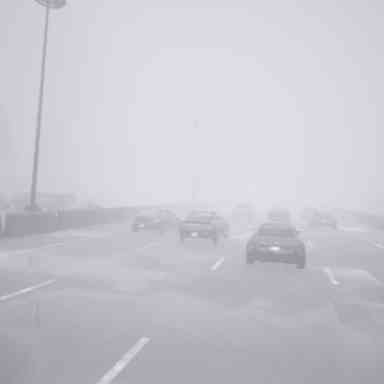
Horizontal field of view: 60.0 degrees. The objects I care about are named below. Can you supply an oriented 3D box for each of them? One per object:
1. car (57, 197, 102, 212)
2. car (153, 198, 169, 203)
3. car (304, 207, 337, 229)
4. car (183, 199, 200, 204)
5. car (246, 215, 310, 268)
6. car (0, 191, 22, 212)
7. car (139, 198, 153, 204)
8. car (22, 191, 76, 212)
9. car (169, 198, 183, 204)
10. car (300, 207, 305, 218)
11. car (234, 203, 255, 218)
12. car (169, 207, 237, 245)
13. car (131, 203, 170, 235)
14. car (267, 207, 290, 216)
[{"bbox_3d":[-10.158,1.466,31.287,1.812,1.442,4.674,2,0,15],"label":"car"},{"bbox_3d":[-6.254,2.036,72.875,1.895,1.301,4.718,2,-1,15],"label":"car"},{"bbox_3d":[10.785,2.243,27.688,1.994,1.385,4.181,2,0,15],"label":"car"},{"bbox_3d":[0.411,2.193,70.703,2.128,1.511,4.902,2,-1,15],"label":"car"},{"bbox_3d":[3.191,1.832,12.631,1.994,1.385,4.181,2,-1,15],"label":"car"},{"bbox_3d":[-16.811,0.936,33.454,2.150,2.045,5.566,2,0,15],"label":"car"},{"bbox_3d":[-9.955,1.898,72.567,1.895,1.301,4.718,2,-1,15],"label":"car"},{"bbox_3d":[-13.431,1.052,32.553,2.150,2.045,5.566,2,0,15],"label":"car"},{"bbox_3d":[-2.862,2.058,72.005,1.837,1.490,4.892,2,-1,15],"label":"car"},{"bbox_3d":[13.524,2.417,38.091,2.033,1.411,5.357,2,0,15],"label":"car"},{"bbox_3d":[5.359,1.889,34.402,2.097,1.767,4.553,2,-1,15],"label":"car"},{"bbox_3d":[0.738,1.710,17.010,2.128,1.511,4.902,2,0,15],"label":"car"},{"bbox_3d":[-2.080,1.666,20.035,1.812,1.442,4.674,2,0,15],"label":"car"},{"bbox_3d":[7.934,2.076,30.485,1.882,1.535,5.008,2,0,15],"label":"car"}]
